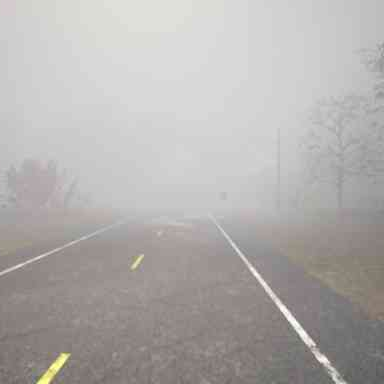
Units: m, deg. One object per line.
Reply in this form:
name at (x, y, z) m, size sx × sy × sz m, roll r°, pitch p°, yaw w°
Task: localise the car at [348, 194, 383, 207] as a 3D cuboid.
car at (28.627, 1.446, 54.410) m, size 5.566 × 2.045 × 2.150 m, roll -2°, pitch 0°, yaw 0°
